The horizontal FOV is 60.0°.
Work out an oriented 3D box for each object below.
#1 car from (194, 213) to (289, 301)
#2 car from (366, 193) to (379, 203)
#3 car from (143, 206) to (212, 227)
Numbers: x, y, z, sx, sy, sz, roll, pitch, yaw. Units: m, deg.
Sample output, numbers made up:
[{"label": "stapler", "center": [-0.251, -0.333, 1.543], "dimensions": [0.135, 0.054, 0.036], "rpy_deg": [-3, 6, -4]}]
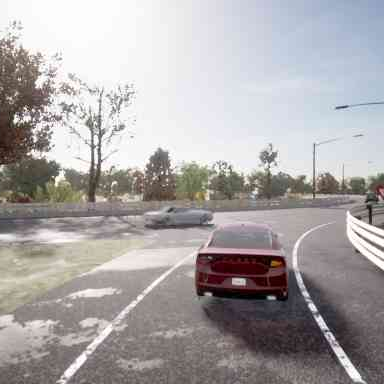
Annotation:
[{"label": "car", "center": [1.319, 1.478, 8.469], "dimensions": [1.882, 1.535, 5.008], "rpy_deg": [0, 0, 11]}, {"label": "car", "center": [36.387, 1.224, 67.201], "dimensions": [2.150, 2.045, 5.566], "rpy_deg": [0, 0, 30]}, {"label": "car", "center": [-0.868, 1.600, 22.938], "dimensions": [4.718, 1.301, 1.895], "rpy_deg": [0, 0, -29]}]
